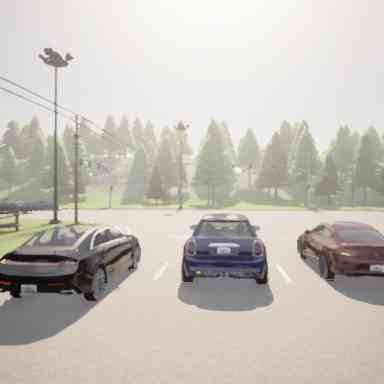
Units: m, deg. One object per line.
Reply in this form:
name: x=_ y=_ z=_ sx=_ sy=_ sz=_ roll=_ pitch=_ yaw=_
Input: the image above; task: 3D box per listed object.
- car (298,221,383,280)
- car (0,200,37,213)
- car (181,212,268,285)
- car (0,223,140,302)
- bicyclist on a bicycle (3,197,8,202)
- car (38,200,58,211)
car: x=4.493 y=1.592 z=9.938 sx=1.812 sy=1.442 sz=4.674 roll=0 pitch=0 yaw=6
car: x=-20.975 y=1.804 z=38.318 sx=4.718 sy=1.301 sz=1.895 roll=0 pitch=0 yaw=6
car: x=0.972 y=1.413 z=9.923 sx=2.097 sy=1.767 sz=4.553 roll=0 pitch=0 yaw=6
car: x=-2.698 y=1.541 z=8.445 sx=2.128 sy=1.511 sz=4.902 roll=0 pitch=0 yaw=6
bicyclist on a bicycle: x=-27.969 y=1.567 z=50.098 sx=0.582 sy=1.620 sz=1.656 roll=0 pitch=0 yaw=6
car: x=-20.523 y=1.810 z=45.309 sx=4.181 sy=1.385 sz=1.994 roll=0 pitch=0 yaw=6
